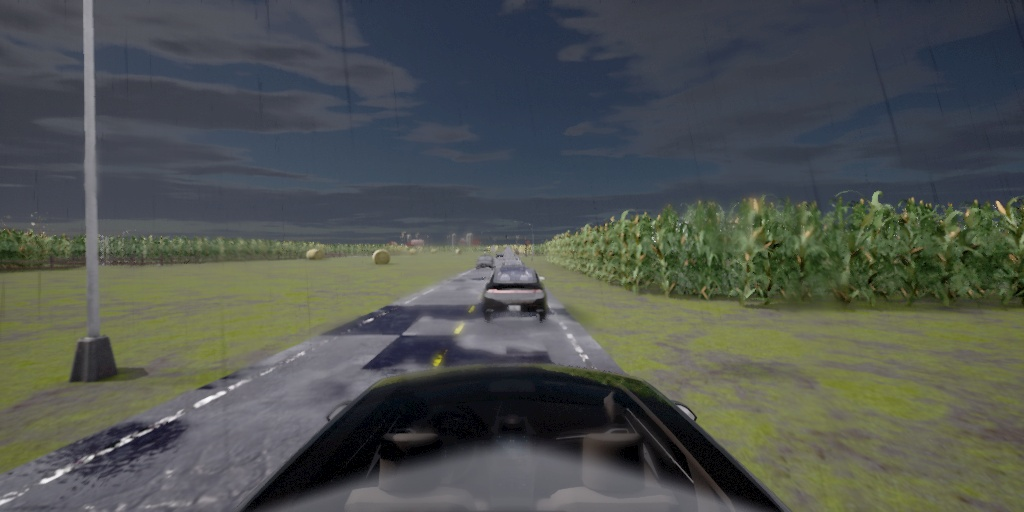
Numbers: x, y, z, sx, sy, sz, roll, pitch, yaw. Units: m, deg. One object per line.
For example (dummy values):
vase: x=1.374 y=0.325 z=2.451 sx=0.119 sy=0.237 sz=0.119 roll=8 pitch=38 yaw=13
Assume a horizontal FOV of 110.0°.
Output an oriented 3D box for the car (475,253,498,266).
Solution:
car: x=-2.840 y=0.697 z=38.725 sx=1.837 sy=1.490 sz=4.892 roll=0 pitch=1 yaw=0

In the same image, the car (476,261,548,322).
car: x=0.088 y=1.101 z=11.694 sx=2.128 sy=1.511 sz=4.902 roll=0 pitch=1 yaw=0

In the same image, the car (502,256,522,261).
car: x=0.095 y=0.944 z=29.249 sx=1.895 sy=1.301 sz=4.718 roll=0 pitch=1 yaw=0
